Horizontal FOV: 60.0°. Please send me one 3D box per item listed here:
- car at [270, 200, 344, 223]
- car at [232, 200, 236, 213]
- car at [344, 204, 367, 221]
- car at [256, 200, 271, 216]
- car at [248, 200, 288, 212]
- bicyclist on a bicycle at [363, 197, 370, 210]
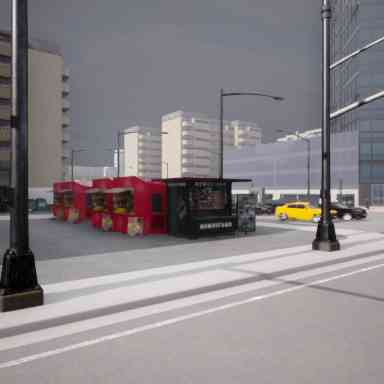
[{"bbox_3d":[9.072,1.586,26.584,1.882,1.535,5.008,0,-1,-38],"label":"car"},{"bbox_3d":[3.069,1.455,34.889,2.150,2.045,5.566,0,-1,-36],"label":"car"},{"bbox_3d":[12.174,1.584,28.297,1.882,1.535,5.008,0,-1,-36],"label":"car"},{"bbox_3d":[6.802,1.776,35.696,1.994,1.385,4.181,0,-1,-36],"label":"car"},{"bbox_3d":[9.928,1.769,43.648,2.128,1.511,4.902,0,-1,-36],"label":"car"},{"bbox_3d":[22.251,1.466,42.463,1.656,1.620,0.582,0,0,-36],"label":"bicyclist on a bicycle"}]
